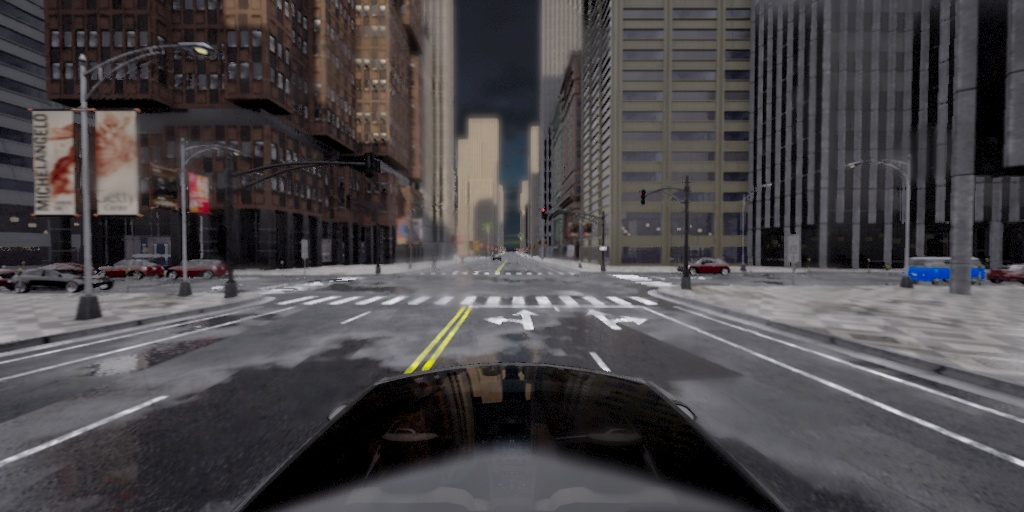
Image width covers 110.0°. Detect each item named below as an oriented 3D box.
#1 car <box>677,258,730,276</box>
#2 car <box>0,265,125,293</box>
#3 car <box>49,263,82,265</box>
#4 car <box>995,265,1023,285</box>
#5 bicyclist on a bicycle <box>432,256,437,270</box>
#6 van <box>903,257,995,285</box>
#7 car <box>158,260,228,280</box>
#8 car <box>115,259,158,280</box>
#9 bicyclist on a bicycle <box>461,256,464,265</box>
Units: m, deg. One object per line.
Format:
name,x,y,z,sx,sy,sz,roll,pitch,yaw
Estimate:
car,16.678,0.884,31.466,4.097,1.591,1.967,0,0,0
car,-24.729,1.321,19.813,4.313,1.339,1.948,0,0,0
car,-35.582,1.193,28.329,4.207,1.307,1.802,0,0,0
car,32.956,1.190,22.852,4.207,1.307,1.802,0,0,0
bicyclist on a bicycle,-8.753,0.841,40.173,0.659,1.776,1.843,0,0,0
van,27.515,0.955,22.882,3.998,1.789,1.690,0,0,0
car,-24.732,1.013,28.336,4.097,1.591,1.967,0,0,0
car,-30.157,1.032,28.333,4.097,1.591,1.967,0,0,0
bicyclist on a bicycle,-8.754,0.761,63.729,0.582,1.620,1.656,0,1,0
